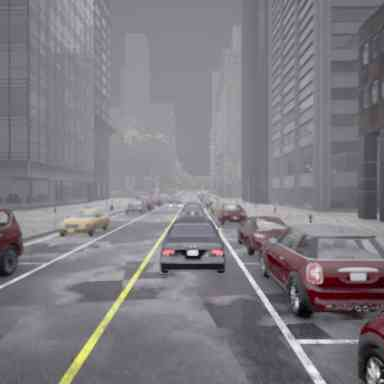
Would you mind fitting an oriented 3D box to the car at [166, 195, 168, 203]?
[{"bbox_3d":[-5.682,1.497,56.322,1.887,1.381,4.507,0,0,0],"label":"car"}]

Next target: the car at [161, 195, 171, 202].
[{"bbox_3d":[-5.658,1.386,72.601,1.967,1.590,4.097,0,0,0],"label":"car"}]

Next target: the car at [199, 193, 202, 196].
[{"bbox_3d":[2.859,1.473,67.317,1.752,1.417,4.829,0,0,0],"label":"car"}]

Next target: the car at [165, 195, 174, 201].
[{"bbox_3d":[-5.642,1.522,83.453,1.802,1.307,4.206,0,0,0],"label":"car"}]

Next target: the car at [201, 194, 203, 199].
[{"bbox_3d":[2.834,1.393,50.872,1.967,1.590,4.097,0,0,0],"label":"car"}]

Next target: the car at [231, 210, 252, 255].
[{"bbox_3d":[2.779,1.566,12.897,1.802,1.307,4.206,0,0,0],"label":"car"}]

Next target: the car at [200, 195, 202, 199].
[{"bbox_3d":[2.842,1.496,56.297,1.887,1.381,4.507,0,0,0],"label":"car"}]

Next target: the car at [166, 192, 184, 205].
[{"bbox_3d":[-2.957,1.303,58.977,2.097,1.767,4.553,0,0,1],"label":"car"}]

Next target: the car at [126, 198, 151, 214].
[{"bbox_3d":[-5.714,1.545,34.619,1.802,1.307,4.206,0,0,0],"label":"car"}]

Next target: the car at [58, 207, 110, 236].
[{"bbox_3d":[-5.738,1.504,18.170,1.752,1.417,4.829,0,0,0],"label":"car"}]

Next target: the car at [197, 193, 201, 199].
[{"bbox_3d":[2.866,1.261,72.572,2.192,1.841,5.009,0,0,0],"label":"car"}]

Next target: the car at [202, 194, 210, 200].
[{"bbox_3d":[2.826,1.396,45.447,1.967,1.590,4.097,0,0,0],"label":"car"}]

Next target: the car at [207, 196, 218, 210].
[{"bbox_3d":[2.811,1.488,34.767,1.752,1.417,4.829,0,0,0],"label":"car"}]

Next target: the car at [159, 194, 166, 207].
[{"bbox_3d":[-5.691,1.269,50.896,2.192,1.841,5.009,0,0,0],"label":"car"}]

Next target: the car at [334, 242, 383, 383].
[{"bbox_3d":[2.762,1.437,2.047,1.967,1.590,4.097,0,0,0],"label":"car"}]

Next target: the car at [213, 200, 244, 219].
[{"bbox_3d":[2.795,1.517,23.747,1.887,1.381,4.507,0,0,0],"label":"car"}]

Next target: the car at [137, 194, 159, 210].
[{"bbox_3d":[-5.707,1.274,40.044,2.192,1.841,5.009,0,0,0],"label":"car"}]

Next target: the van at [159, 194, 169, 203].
[{"bbox_3d":[-5.667,1.290,67.175,1.690,1.788,3.998,0,0,0],"label":"van"}]

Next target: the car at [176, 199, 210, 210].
[{"bbox_3d":[0.059,1.518,25.641,2.033,1.411,5.357,0,0,1],"label":"car"}]

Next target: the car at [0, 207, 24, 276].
[{"bbox_3d":[-5.755,1.306,7.488,2.192,1.841,5.009,0,0,0],"label":"car"}]

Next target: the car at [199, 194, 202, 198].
[{"bbox_3d":[2.851,1.500,61.722,2.008,1.369,4.403,0,0,0],"label":"car"}]

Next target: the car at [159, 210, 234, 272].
[{"bbox_3d":[0.037,1.534,10.662,2.033,1.411,5.357,0,0,1],"label":"car"}]

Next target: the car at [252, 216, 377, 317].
[{"bbox_3d":[2.770,1.430,7.472,1.967,1.590,4.097,0,0,0],"label":"car"}]
